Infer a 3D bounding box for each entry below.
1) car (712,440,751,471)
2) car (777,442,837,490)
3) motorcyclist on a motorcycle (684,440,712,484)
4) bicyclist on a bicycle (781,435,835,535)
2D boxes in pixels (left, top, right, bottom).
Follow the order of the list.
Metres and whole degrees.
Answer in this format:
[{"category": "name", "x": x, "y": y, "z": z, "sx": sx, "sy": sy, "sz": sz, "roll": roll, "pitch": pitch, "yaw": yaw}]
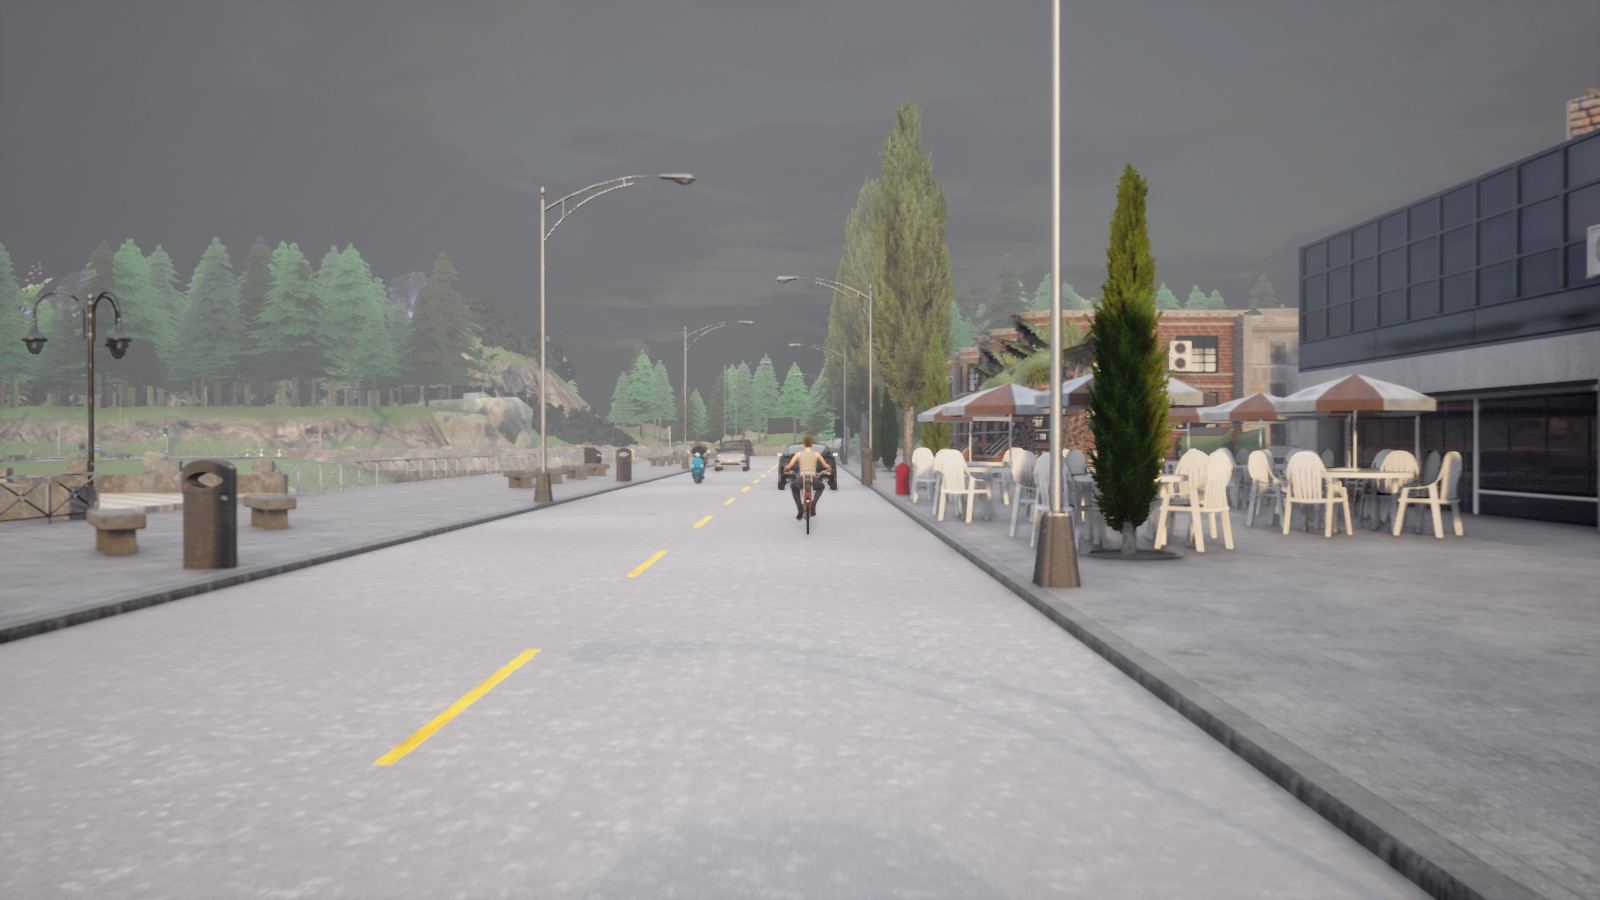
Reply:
[{"category": "car", "x": -3.612, "y": 0.264, "z": 67.054, "sx": 1.851, "sy": 1.617, "sz": 3.988, "roll": 0, "pitch": 0, "yaw": 0}, {"category": "car", "x": 0.248, "y": 0.488, "z": 41.980, "sx": 1.882, "sy": 1.535, "sz": 5.008, "roll": 0, "pitch": 0, "yaw": 0}, {"category": "motorcyclist on a motorcycle", "x": -3.729, "y": 0.438, "z": 46.012, "sx": 0.866, "sy": 1.590, "sz": 1.817, "roll": 0, "pitch": 0, "yaw": 0}, {"category": "bicyclist on a bicycle", "x": 0.132, "y": 0.565, "z": 21.018, "sx": 0.866, "sy": 1.612, "sz": 1.509, "roll": 0, "pitch": 0, "yaw": 0}]
